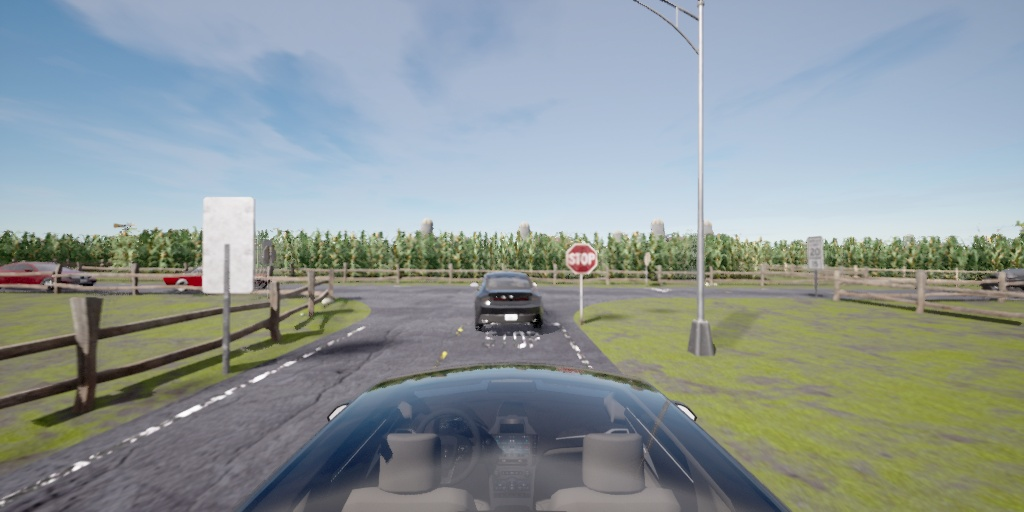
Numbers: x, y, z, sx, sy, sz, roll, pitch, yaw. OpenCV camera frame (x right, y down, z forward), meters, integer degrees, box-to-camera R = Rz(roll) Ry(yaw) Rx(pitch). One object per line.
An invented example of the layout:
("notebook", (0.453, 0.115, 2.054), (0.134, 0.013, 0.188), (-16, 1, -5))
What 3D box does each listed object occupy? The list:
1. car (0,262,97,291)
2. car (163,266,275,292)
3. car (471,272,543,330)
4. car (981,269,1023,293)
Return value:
("car", (-25.374, 1.065, 19.309), (4.674, 1.442, 1.812), (0, -1, 0))
("car", (-15.533, 1.206, 19.254), (4.718, 1.301, 1.895), (0, -1, 0))
("car", (-0.230, 1.245, 11.183), (1.837, 1.490, 4.892), (0, 0, -5))
("car", (28.151, 1.448, 19.032), (4.892, 1.490, 1.837), (0, -1, 0))
